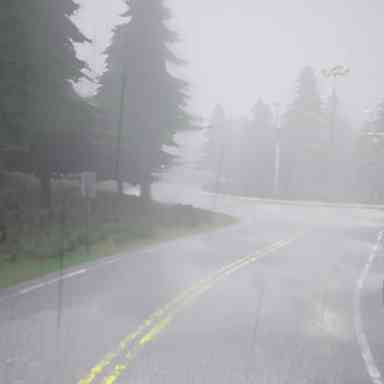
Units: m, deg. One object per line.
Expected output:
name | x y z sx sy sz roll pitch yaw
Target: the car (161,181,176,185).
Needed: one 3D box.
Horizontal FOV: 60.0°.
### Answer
car | -4.680 -2.267 65.207 1.882 1.535 5.008 2 4 20
